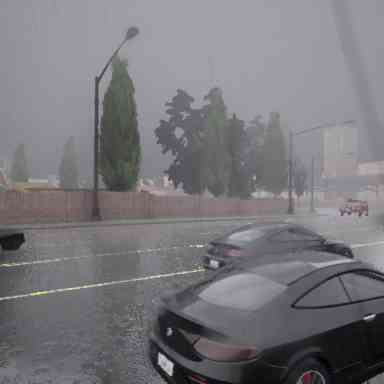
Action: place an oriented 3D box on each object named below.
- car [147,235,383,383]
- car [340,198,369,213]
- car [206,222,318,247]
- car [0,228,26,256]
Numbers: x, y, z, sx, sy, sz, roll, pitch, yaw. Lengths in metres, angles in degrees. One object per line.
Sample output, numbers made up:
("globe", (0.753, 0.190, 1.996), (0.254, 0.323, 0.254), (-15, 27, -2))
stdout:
("car", (1.696, 1.533, 4.484), (4.674, 1.442, 1.812), (0, 0, -32))
("car", (18.510, 1.668, 37.764), (2.150, 2.045, 5.566), (0, -2, 39))
("car", (2.453, 1.553, 9.134), (4.674, 1.442, 1.812), (1, 0, -33))
("car", (-8.181, 1.605, 11.008), (4.718, 1.301, 1.895), (0, 0, -29))
